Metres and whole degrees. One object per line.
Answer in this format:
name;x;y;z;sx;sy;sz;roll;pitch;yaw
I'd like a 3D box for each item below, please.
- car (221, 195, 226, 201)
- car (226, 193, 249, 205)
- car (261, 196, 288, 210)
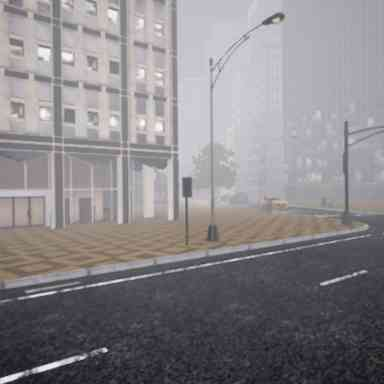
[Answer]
car;8.066;1.279;75.761;2.033;1.411;5.357;-1;0;-8
car;7.669;1.381;55.760;2.033;1.411;5.357;-1;0;-7
car;9.790;1.284;39.747;1.882;1.535;5.008;-1;0;-8
